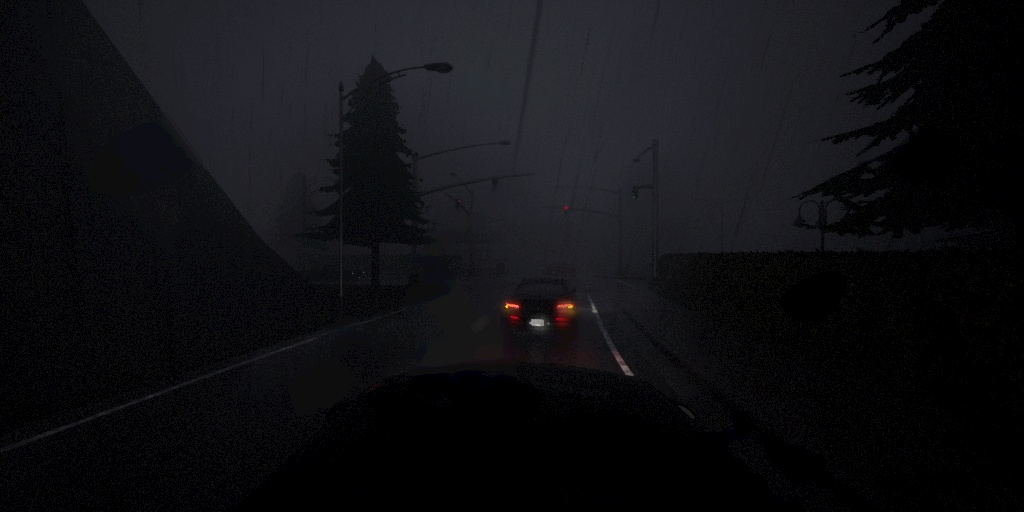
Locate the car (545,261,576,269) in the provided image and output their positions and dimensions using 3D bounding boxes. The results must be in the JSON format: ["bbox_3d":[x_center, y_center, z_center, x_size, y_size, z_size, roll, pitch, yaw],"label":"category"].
[{"bbox_3d":[4.448,1.228,32.379,1.882,1.535,5.008,1,1,23],"label":"car"}]

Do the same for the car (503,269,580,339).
[{"bbox_3d":[0.916,1.276,10.034,1.812,1.442,4.674,0,0,9],"label":"car"}]

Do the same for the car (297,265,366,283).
[{"bbox_3d":[-13.809,1.351,27.618,4.718,1.301,1.895,0,0,9],"label":"car"}]

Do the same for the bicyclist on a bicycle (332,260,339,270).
[{"bbox_3d":[-17.376,1.203,35.307,0.582,1.620,1.656,0,0,8],"label":"bicyclist on a bicycle"}]
